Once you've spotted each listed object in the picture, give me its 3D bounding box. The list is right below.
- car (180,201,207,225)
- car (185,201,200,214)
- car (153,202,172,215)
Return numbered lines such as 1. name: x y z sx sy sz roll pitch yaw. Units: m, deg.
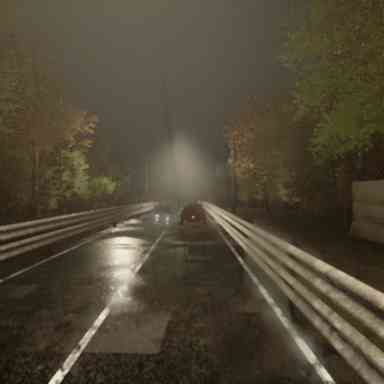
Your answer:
1. car: 0.101 1.629 25.532 1.882 1.535 5.008 0 -1 0
2. car: 0.110 1.916 42.117 1.812 1.442 4.674 0 -1 0
3. car: -3.328 1.894 38.561 1.994 1.385 4.181 0 -1 0
